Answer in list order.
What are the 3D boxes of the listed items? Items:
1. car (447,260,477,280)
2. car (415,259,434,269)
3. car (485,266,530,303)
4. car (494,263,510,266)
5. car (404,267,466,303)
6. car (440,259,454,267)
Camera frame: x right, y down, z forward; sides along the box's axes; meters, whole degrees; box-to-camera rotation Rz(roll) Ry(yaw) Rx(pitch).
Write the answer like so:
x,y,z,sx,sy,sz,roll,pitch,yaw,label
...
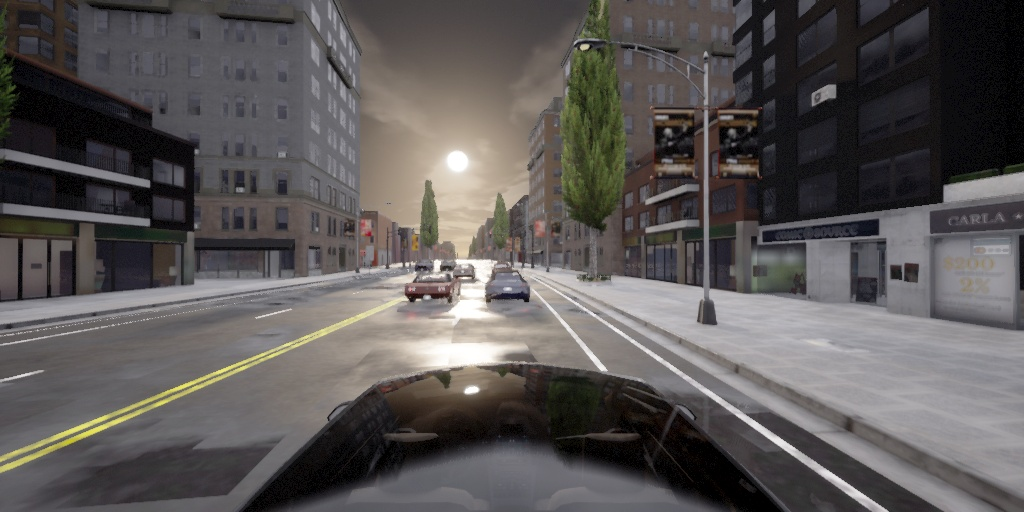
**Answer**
x,y,z,sx,sy,sz,roll,pitch,yaw,label
-4.158,1.336,31.670,2.033,1.411,5.357,0,0,-3,car
-11.937,1.203,49.047,2.097,1.767,4.553,0,0,-5,car
-0.230,1.328,16.734,1.994,1.385,4.181,0,0,-2,car
-0.914,1.307,31.865,1.812,1.442,4.674,0,0,-3,car
-3.479,1.371,16.666,1.895,1.301,4.718,0,0,-2,car
-8.700,1.205,49.337,2.097,1.767,4.553,0,0,-5,car
